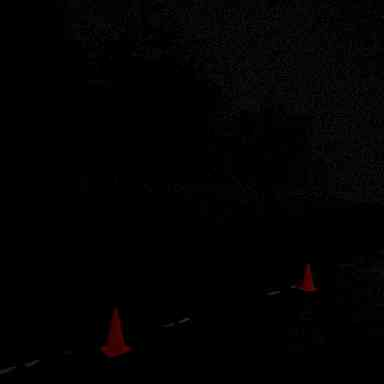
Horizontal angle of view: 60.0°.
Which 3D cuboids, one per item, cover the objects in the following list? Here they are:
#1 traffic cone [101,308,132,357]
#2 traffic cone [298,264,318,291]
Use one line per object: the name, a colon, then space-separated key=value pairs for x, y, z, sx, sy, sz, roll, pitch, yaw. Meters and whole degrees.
traffic cone: x=-1.088 y=1.970 z=4.768 sx=0.340 sy=0.580 sz=0.340 roll=0 pitch=0 yaw=-37
traffic cone: x=2.722 y=1.975 z=7.800 sx=0.340 sy=0.580 sz=0.340 roll=0 pitch=0 yaw=-40
